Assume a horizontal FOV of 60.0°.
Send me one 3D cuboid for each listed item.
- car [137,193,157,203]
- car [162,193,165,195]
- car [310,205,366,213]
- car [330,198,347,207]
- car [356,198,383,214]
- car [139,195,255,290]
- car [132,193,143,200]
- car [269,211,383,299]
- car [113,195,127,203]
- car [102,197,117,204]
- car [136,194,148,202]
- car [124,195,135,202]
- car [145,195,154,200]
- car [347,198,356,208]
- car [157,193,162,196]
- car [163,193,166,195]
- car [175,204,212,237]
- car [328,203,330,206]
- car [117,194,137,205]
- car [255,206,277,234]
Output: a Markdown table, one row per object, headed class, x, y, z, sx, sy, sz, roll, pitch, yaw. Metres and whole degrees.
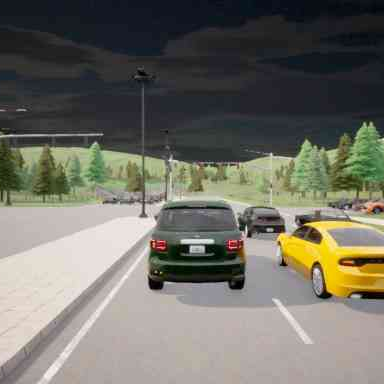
| class | x | y | z | sx | sy | sz | roll | pitch | yaw |
| --- | --- | --- | --- | --- | --- | --- | --- | --- | --- |
| car | -8.164 | 1.491 | 60.555 | 2.128 | 1.511 | 4.902 | 0 | 0 | 0 |
| car | -8.130 | 1.552 | 78.144 | 1.994 | 1.385 | 4.181 | 0 | 0 | 0 |
| car | 7.074 | 1.601 | 17.887 | 1.895 | 1.301 | 4.718 | 0 | 0 | 0 |
| car | 20.351 | 1.505 | 41.428 | 4.892 | 1.490 | 1.837 | 0 | 0 | 1 |
| car | 20.037 | 1.352 | 34.424 | 4.553 | 1.767 | 2.097 | 0 | 0 | 0 |
| car | 0.088 | 1.221 | 9.232 | 2.150 | 2.045 | 5.566 | 0 | 0 | 0 |
| car | -15.133 | 1.224 | 92.065 | 2.150 | 2.045 | 5.566 | 0 | 0 | 0 |
| car | 3.586 | 1.478 | 8.488 | 1.882 | 1.535 | 5.008 | 0 | 0 | 0 |
| car | -15.116 | 1.500 | 70.302 | 1.837 | 1.490 | 4.892 | 0 | 0 | 0 |
| car | -15.154 | 1.564 | 61.629 | 1.994 | 1.385 | 4.181 | 0 | 0 | 0 |
| car | -11.630 | 1.355 | 78.162 | 2.097 | 1.767 | 4.553 | 0 | 0 | 0 |
| car | -15.134 | 1.478 | 80.690 | 1.882 | 1.535 | 5.008 | 0 | 0 | 0 |
| car | -11.640 | 1.548 | 91.090 | 1.994 | 1.385 | 4.181 | 0 | 0 | 0 |
| car | 20.727 | 1.526 | 37.925 | 4.674 | 1.442 | 1.812 | 0 | 0 | 1 |
| car | -8.115 | 1.355 | 69.635 | 2.097 | 1.767 | 4.553 | 0 | 0 | 0 |
| car | -8.146 | 1.225 | 90.302 | 2.150 | 2.045 | 5.566 | 0 | 0 | 0 |
| car | 0.072 | 1.505 | 19.089 | 1.837 | 1.490 | 4.892 | 0 | 0 | 0 |
| car | 21.220 | 1.548 | 44.918 | 5.357 | 1.411 | 2.033 | 0 | 0 | 1 |
| car | -11.709 | 1.526 | 60.205 | 1.812 | 1.442 | 4.674 | 0 | 0 | 1 |
| car | 3.574 | 1.505 | 17.712 | 1.837 | 1.490 | 4.892 | 0 | 0 | 0 |
